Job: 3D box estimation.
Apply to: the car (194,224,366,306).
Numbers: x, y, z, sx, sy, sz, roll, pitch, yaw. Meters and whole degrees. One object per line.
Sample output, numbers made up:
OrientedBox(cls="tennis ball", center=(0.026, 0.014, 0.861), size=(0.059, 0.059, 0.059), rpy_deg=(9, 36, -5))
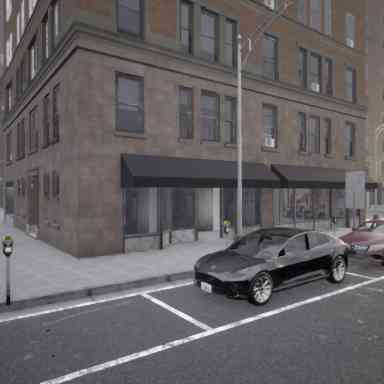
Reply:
OrientedBox(cls="car", center=(2.058, 1.566, 8.037), size=(4.313, 1.339, 1.947), rpy_deg=(0, 0, -36))

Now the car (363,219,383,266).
OrientedBox(cls="car", center=(6.519, 1.582, 11.256), size=(4.206, 1.307, 1.802), rpy_deg=(0, 0, -36))
